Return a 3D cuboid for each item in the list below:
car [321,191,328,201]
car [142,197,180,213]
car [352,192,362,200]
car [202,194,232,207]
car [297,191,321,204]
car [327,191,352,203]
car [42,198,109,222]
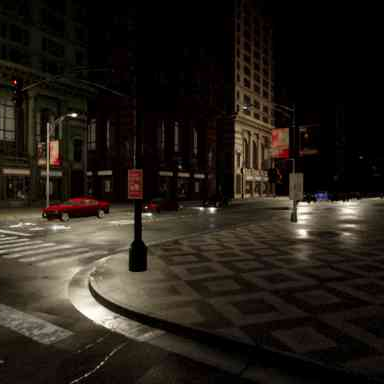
[{"bbox_3d":[22.069,0.592,55.470,2.097,1.767,4.553,0,1,36],"label":"car"},{"bbox_3d":[-2.982,1.198,31.769,1.994,1.385,4.181,0,1,36],"label":"car"},{"bbox_3d":[29.565,0.674,60.404,1.812,1.442,4.674,0,1,35],"label":"car"},{"bbox_3d":[3.054,1.007,40.252,1.837,1.490,4.892,0,1,36],"label":"car"},{"bbox_3d":[16.226,0.860,47.245,2.128,1.511,4.902,0,1,36],"label":"car"},{"bbox_3d":[22.408,0.833,50.329,1.812,1.442,4.674,0,1,36],"label":"car"},{"bbox_3d":[-8.350,1.231,24.221,1.882,1.535,5.008,0,1,35],"label":"car"}]
